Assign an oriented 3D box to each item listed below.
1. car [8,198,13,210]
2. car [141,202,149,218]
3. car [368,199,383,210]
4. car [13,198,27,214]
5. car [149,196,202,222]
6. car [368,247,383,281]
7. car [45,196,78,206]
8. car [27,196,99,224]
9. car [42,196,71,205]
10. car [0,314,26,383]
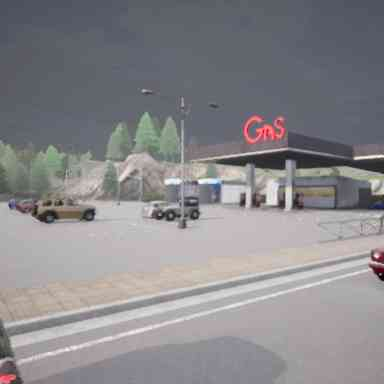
[{"bbox_3d":[-21.848,1.527,43.369,3.633,1.501,1.845,0,0,-36],"label":"car"},{"bbox_3d":[-2.503,1.587,29.668,3.806,1.475,1.970,0,0,-36],"label":"car"},{"bbox_3d":[26.879,1.782,45.993,2.242,1.667,4.611,0,0,-36],"label":"car"},{"bbox_3d":[-16.055,1.506,35.227,4.514,1.523,2.007,0,0,-36],"label":"car"},{"bbox_3d":[-1.060,1.301,26.611,3.866,1.878,1.905,0,0,-36],"label":"car"},{"bbox_3d":[6.642,1.625,8.693,4.718,1.301,1.895,0,0,-35],"label":"car"},{"bbox_3d":[-22.521,1.555,57.468,5.027,1.636,2.152,0,0,-36],"label":"car"},{"bbox_3d":[-9.369,1.304,24.693,4.605,1.855,1.932,0,0,-36],"label":"car"},{"bbox_3d":[-24.393,1.564,59.985,4.514,1.523,2.007,0,0,-36],"label":"car"},{"bbox_3d":[-3.306,1.347,1.622,4.553,1.767,2.097,0,0,-35],"label":"car"}]
